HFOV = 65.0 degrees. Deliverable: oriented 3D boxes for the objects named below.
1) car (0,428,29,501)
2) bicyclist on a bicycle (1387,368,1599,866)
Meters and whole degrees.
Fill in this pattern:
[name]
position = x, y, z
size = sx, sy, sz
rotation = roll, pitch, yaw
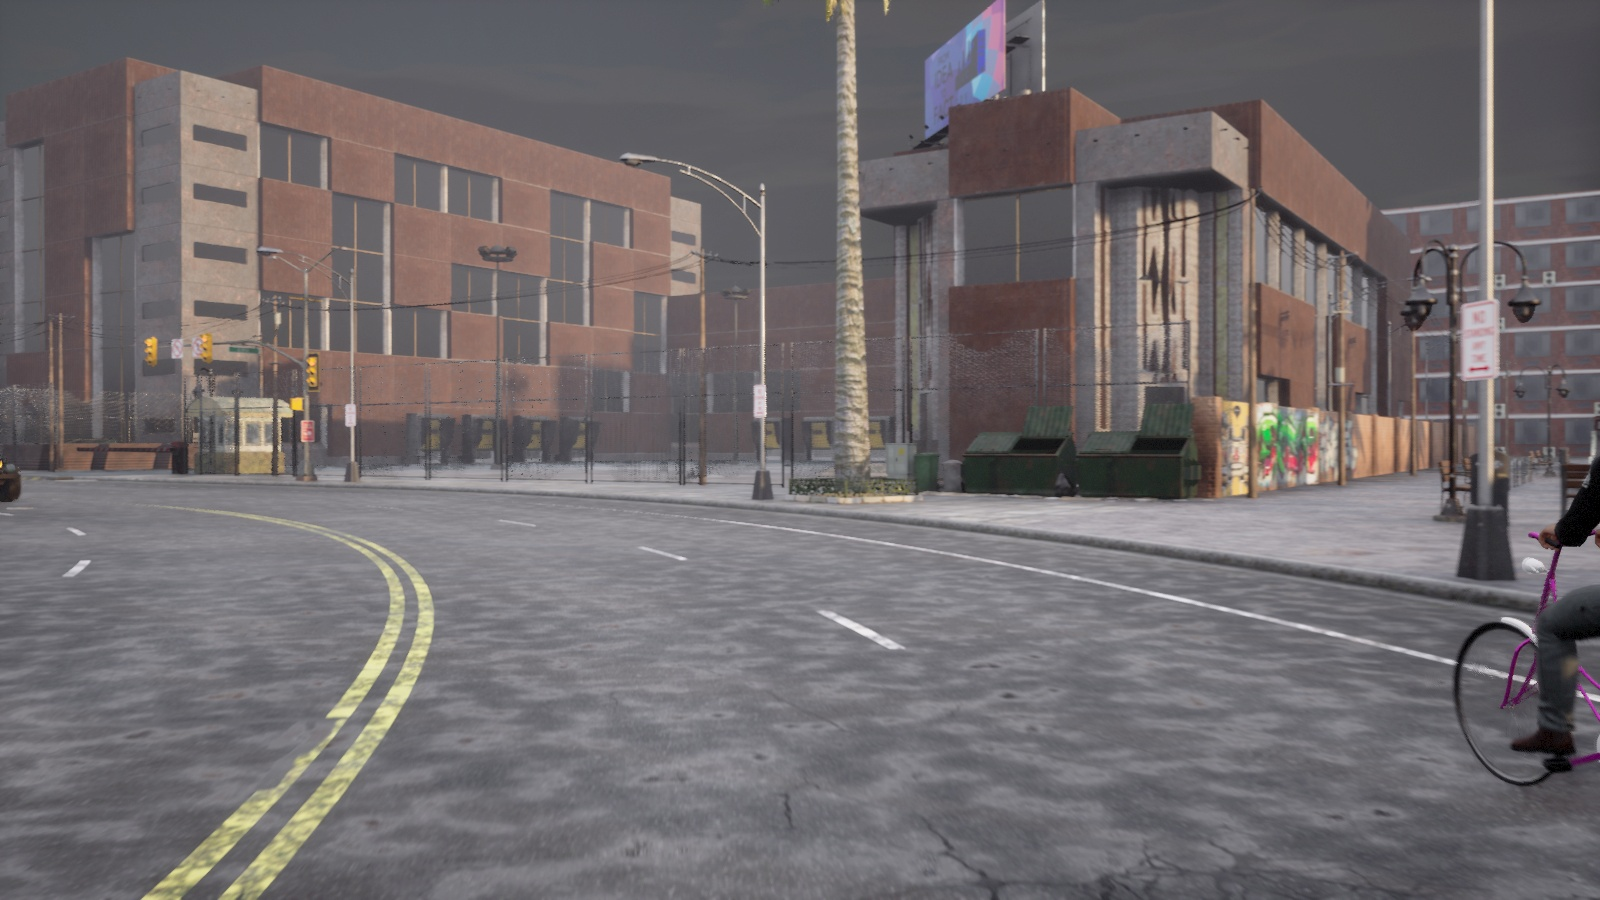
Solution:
[car]
position = -22.284, 0.357, 33.121
size = 3.866, 1.878, 1.905
rotation = 0, 0, 34
[bicyclist on a bicycle]
position = 3.129, 0.589, 4.891
size = 0.659, 1.776, 1.843
rotation = 0, 1, -7
